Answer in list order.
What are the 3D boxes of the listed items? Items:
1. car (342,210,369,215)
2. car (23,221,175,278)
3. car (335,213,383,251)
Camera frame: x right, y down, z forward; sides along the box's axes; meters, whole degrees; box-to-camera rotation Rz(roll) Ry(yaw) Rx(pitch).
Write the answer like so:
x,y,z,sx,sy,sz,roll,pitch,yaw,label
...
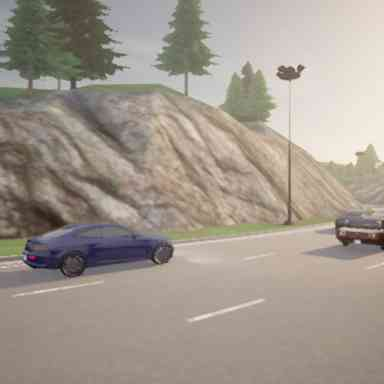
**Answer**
x,y,z,sx,sy,sz,roll,pitch,yaw,label
11.842,1.968,23.760,1.994,1.385,4.181,0,-1,44,car
-2.739,1.650,10.532,4.674,1.442,1.812,1,-1,-38,car
8.684,1.875,15.699,4.718,1.301,1.895,1,-1,-43,car
